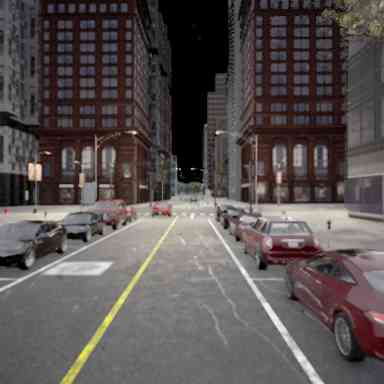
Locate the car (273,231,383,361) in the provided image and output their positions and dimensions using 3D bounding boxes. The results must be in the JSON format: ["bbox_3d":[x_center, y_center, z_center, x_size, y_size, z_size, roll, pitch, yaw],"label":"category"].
[{"bbox_3d":[2.857,1.624,5.699,1.802,1.307,4.206,0,0,0],"label":"car"}]

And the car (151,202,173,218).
[{"bbox_3d":[-2.997,1.746,33.973,1.882,1.535,5.008,0,-1,0],"label":"car"}]

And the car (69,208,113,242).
[{"bbox_3d":[-5.664,1.693,16.984,1.947,1.339,4.313,0,0,0],"label":"car"}]

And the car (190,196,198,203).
[{"bbox_3d":[0.494,2.027,92.206,2.097,1.767,4.553,0,-1,1],"label":"car"}]

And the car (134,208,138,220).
[{"bbox_3d":[-5.661,1.801,28.261,1.802,1.307,4.206,0,0,0],"label":"car"}]

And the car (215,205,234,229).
[{"bbox_3d":[2.862,1.737,22.616,1.947,1.339,4.313,0,0,0],"label":"car"}]

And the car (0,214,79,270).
[{"bbox_3d":[-5.666,1.649,11.346,1.947,1.339,4.313,0,0,0],"label":"car"}]

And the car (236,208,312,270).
[{"bbox_3d":[2.859,1.523,11.340,1.967,1.590,4.097,0,0,0],"label":"car"}]

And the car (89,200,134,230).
[{"bbox_3d":[-5.663,1.487,22.624,2.192,1.841,5.009,0,0,0],"label":"car"}]

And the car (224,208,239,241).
[{"bbox_3d":[2.861,1.709,16.977,1.802,1.307,4.206,0,0,0],"label":"car"}]
